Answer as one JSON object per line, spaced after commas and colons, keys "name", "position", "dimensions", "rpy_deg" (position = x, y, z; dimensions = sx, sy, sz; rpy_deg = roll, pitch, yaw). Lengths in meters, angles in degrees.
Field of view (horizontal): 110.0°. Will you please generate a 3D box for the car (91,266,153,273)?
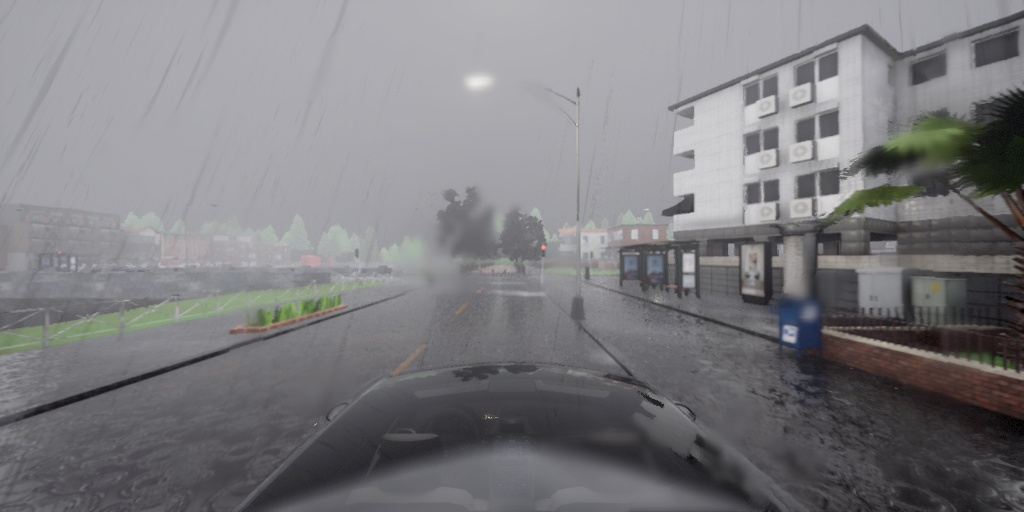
{"name": "car", "position": [-40.729, 1.675, 37.550], "dimensions": [4.718, 1.301, 1.895], "rpy_deg": [0, -1, 0]}
